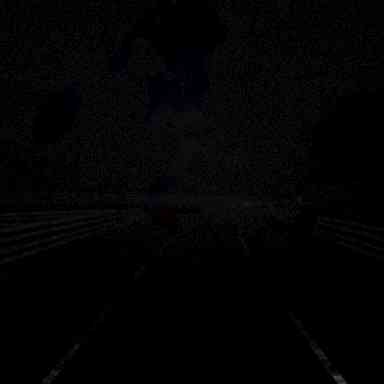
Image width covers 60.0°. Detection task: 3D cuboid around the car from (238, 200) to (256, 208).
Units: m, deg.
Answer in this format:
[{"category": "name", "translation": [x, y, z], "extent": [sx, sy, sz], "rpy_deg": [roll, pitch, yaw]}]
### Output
[{"category": "car", "translation": [13.229, 3.176, 79.883], "extent": [1.812, 1.442, 4.674], "rpy_deg": [0, -1, 27]}]

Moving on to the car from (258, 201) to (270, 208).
[{"category": "car", "translation": [18.355, 3.324, 82.264], "extent": [1.895, 1.301, 4.718], "rpy_deg": [0, -1, 27]}]

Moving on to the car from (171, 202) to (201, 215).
[{"category": "car", "translation": [-0.505, 2.144, 44.960], "extent": [2.097, 1.767, 4.553], "rpy_deg": [0, -1, 27]}]

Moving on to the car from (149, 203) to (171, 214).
[{"category": "car", "translation": [-3.594, 2.417, 46.601], "extent": [1.895, 1.301, 4.718], "rpy_deg": [0, -1, 27]}]

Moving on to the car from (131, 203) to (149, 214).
[{"category": "car", "translation": [-6.728, 2.316, 48.164], "extent": [1.882, 1.535, 5.008], "rpy_deg": [0, -1, 27]}]
